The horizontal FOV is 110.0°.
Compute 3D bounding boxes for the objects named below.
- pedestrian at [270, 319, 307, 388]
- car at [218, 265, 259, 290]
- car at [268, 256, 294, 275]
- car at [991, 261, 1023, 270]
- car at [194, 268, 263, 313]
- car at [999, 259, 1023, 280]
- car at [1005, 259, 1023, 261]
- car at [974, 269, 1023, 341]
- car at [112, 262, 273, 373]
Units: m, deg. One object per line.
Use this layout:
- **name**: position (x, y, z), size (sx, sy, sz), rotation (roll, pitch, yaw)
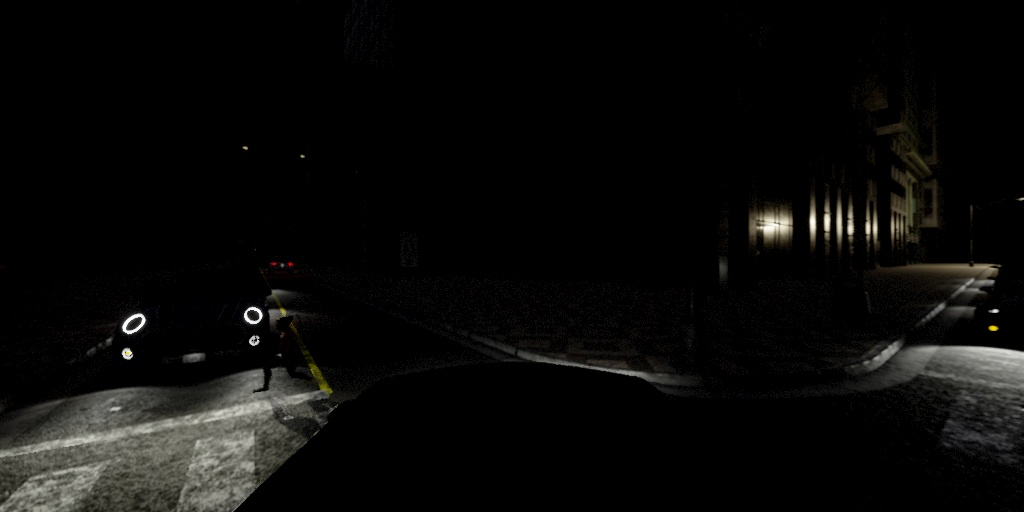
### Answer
- **pedestrian**: position (-3.370, 1.056, 5.404), size (0.375, 1.860, 0.375), rotation (1, -1, -36)
- **car**: position (-17.920, 1.364, 23.667), size (1.994, 1.385, 4.181), rotation (1, 0, -35)
- **car**: position (-26.028, 1.050, 40.366), size (2.150, 2.045, 5.566), rotation (1, 0, -36)
- **car**: position (19.531, 1.041, 13.438), size (5.357, 1.411, 2.033), rotation (-1, 0, -36)
- **car**: position (-12.094, 1.329, 15.566), size (2.033, 1.411, 5.357), rotation (1, 0, -36)
- **car**: position (35.828, 0.913, 25.167), size (4.718, 1.301, 1.895), rotation (-1, 0, -35)
- **car**: position (27.517, 0.905, 19.207), size (4.892, 1.490, 1.837), rotation (-1, 0, -36)
- **car**: position (11.984, 1.155, 7.967), size (4.181, 1.385, 1.994), rotation (-1, 0, -35)
- **car**: position (-6.558, 1.113, 7.822), size (2.097, 1.767, 4.553), rotation (1, 0, -34)
